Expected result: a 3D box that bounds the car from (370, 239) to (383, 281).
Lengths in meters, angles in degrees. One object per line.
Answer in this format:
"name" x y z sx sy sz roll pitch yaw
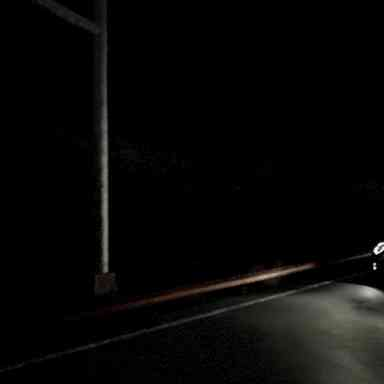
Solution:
"car" 6.678 1.393 8.727 4.553 1.767 2.097 0 -1 -35
